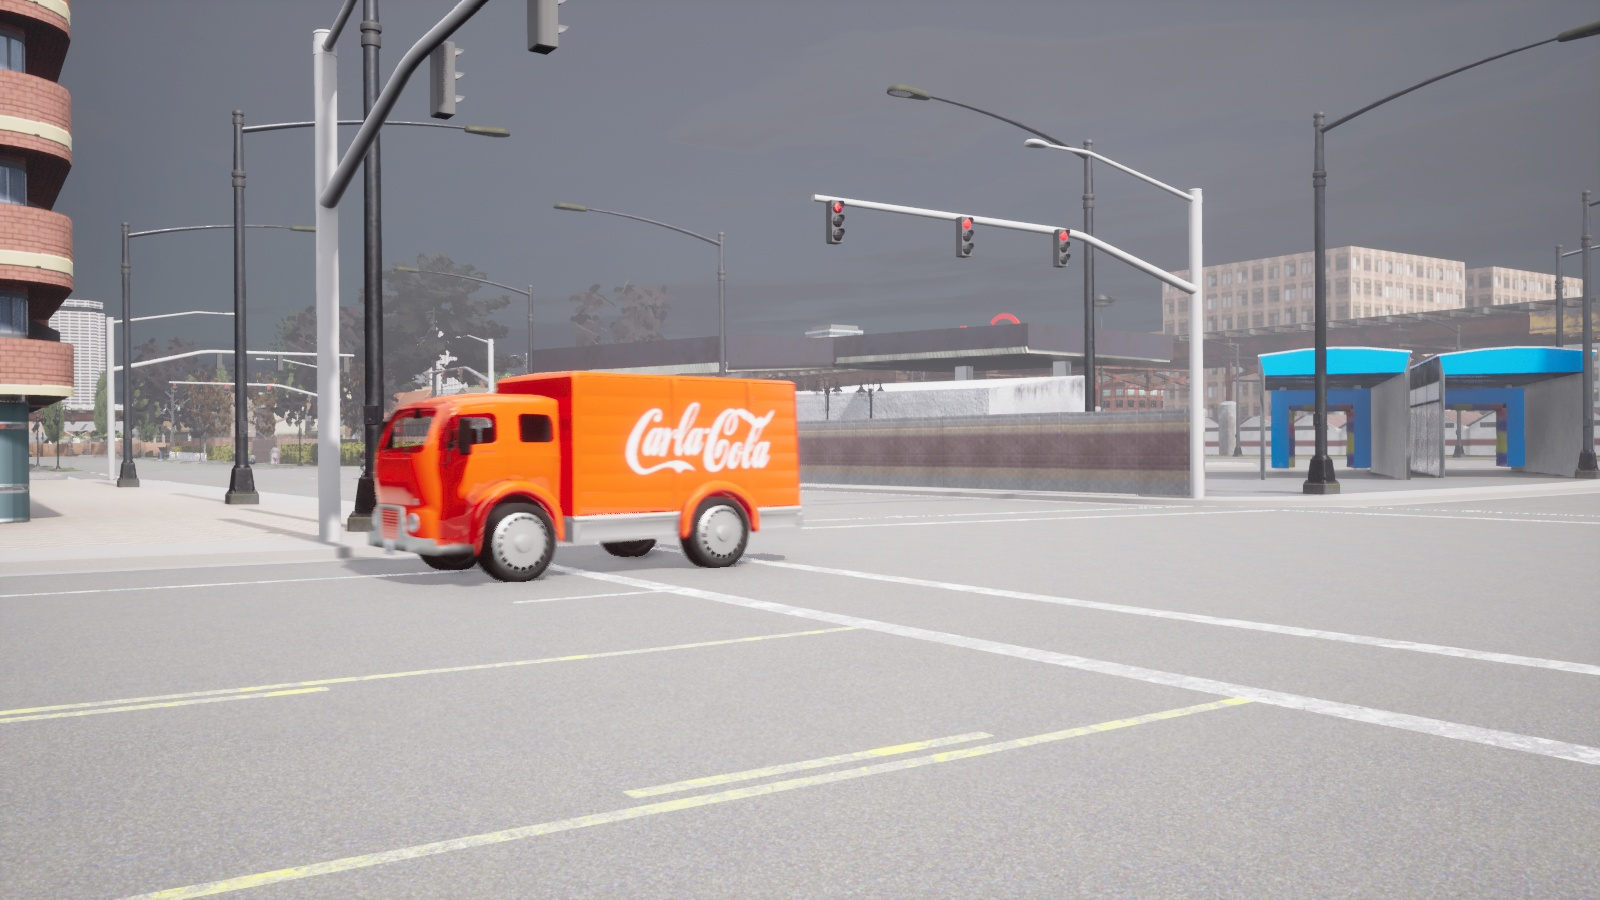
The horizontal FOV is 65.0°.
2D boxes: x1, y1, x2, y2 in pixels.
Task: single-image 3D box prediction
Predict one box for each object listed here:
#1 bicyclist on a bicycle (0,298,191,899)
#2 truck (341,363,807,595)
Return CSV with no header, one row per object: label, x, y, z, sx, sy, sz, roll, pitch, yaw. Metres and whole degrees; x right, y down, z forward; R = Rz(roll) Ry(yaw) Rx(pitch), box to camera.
bicyclist on a bicycle,-2.100,0.623,2.117,1.843,1.776,0.659,0,0,-36
truck,-2.764,0.289,16.012,5.204,2.467,2.627,-1,0,-39
